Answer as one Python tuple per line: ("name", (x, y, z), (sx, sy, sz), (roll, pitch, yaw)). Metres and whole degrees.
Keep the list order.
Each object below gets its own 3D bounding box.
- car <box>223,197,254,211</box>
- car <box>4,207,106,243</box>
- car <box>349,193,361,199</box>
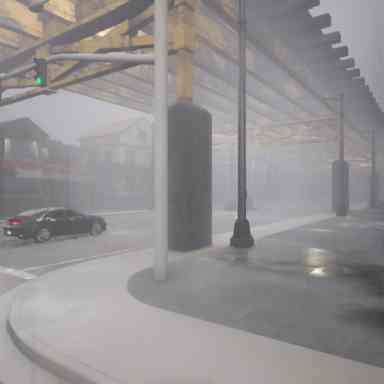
("car", (5.583, 1.327, 39.534), (2.097, 1.767, 4.553), (0, 0, 35))
("car", (-6.446, 1.503, 16.293), (1.837, 1.490, 4.892), (0, 0, 35))
("car", (38.007, 0.998, 79.229), (2.033, 1.411, 5.357), (0, 1, 35))
